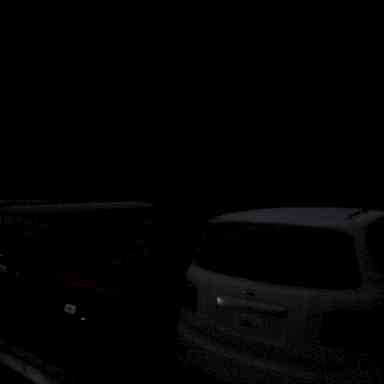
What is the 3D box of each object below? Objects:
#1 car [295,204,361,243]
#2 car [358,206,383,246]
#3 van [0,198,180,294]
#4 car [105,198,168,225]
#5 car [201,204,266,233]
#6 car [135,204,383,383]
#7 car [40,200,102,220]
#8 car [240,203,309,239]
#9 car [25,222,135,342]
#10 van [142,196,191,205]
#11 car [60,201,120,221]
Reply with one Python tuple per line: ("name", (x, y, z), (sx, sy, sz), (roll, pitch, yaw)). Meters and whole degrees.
("car", (7.222, 1.474, 17.364), (2.097, 1.535, 5.008), (0, 0, 35))
("car", (9.478, 1.500, 15.730), (2.163, 1.488, 4.792), (0, 0, 35))
("van", (-2.480, 1.253, 8.365), (1.878, 1.987, 4.442), (0, 0, 35))
("car", (-4.134, 1.375, 25.422), (2.185, 1.767, 4.553), (0, 0, 35))
("car", (2.685, 1.524, 20.597), (2.002, 1.452, 4.674), (0, 0, 35))
("car", (2.038, 1.218, 5.042), (2.435, 2.045, 5.566), (0, 0, 35))
("car", (-10.913, 1.538, 30.305), (2.097, 1.535, 5.008), (-1, 0, 36))
("car", (4.848, 1.476, 18.833), (1.946, 1.575, 5.366), (0, 0, 35))
("car", (-0.266, 1.474, 6.640), (2.097, 1.535, 5.008), (0, 0, 35))
("van", (-1.785, 1.267, 23.927), (1.878, 1.987, 4.442), (0, 0, 35))
("car", (-8.647, 1.563, 28.683), (2.002, 1.452, 4.674), (0, 0, 36))
